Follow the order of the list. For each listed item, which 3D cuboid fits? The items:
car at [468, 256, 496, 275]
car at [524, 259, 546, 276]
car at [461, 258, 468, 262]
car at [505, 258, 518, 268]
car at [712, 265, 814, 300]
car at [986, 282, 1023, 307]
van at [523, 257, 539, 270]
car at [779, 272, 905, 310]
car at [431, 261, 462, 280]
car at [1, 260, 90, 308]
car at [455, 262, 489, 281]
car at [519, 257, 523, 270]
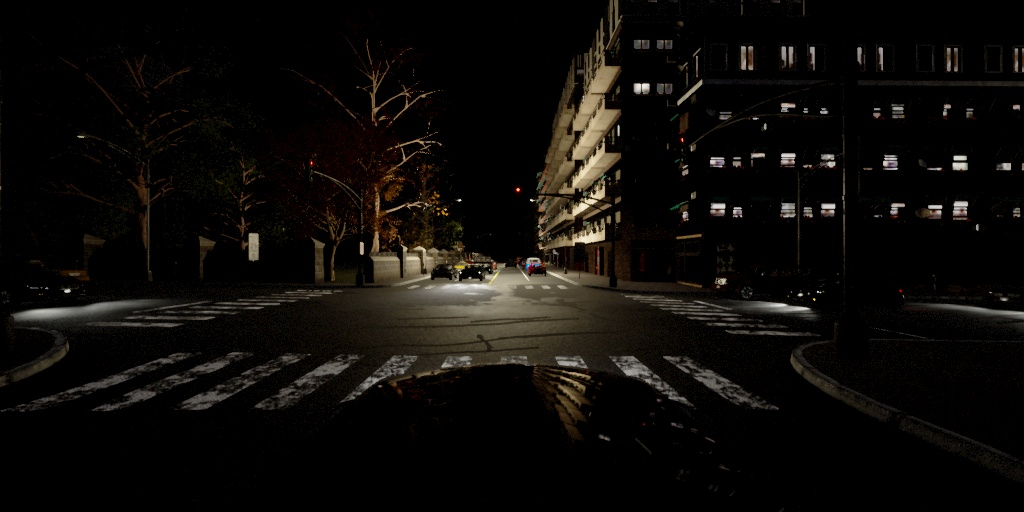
[{"bbox_3d":[-3.271,0.991,40.156,2.150,2.045,5.566,0,0,0],"label":"car"},{"bbox_3d":[2.533,1.314,36.850,1.888,1.381,4.507,0,0,0],"label":"car"},{"bbox_3d":[-5.872,1.300,42.273,1.751,1.417,4.829,0,0,0],"label":"car"},{"bbox_3d":[-0.175,1.366,61.545,1.994,1.385,4.181,0,0,0],"label":"car"},{"bbox_3d":[13.374,1.353,18.929,5.009,1.841,2.192,0,0,-1],"label":"car"},{"bbox_3d":[24.953,1.764,16.509,4.674,1.442,1.812,1,0,-1],"label":"car"},{"bbox_3d":[2.507,1.115,42.481,1.690,1.789,3.998,0,0,0],"label":"van"},{"bbox_3d":[15.116,1.623,16.365,4.181,1.385,1.994,1,0,-1],"label":"car"},{"bbox_3d":[-5.822,1.330,31.181,1.948,1.339,4.313,0,0,0],"label":"car"},{"bbox_3d":[-18.205,0.954,12.695,4.892,1.490,1.837,1,0,-1],"label":"car"},{"bbox_3d":[-3.225,1.364,29.663,1.895,1.301,4.718,0,0,0],"label":"car"},{"bbox_3d":[2.455,1.229,53.741,1.967,1.591,4.097,0,0,0],"label":"car"}]
